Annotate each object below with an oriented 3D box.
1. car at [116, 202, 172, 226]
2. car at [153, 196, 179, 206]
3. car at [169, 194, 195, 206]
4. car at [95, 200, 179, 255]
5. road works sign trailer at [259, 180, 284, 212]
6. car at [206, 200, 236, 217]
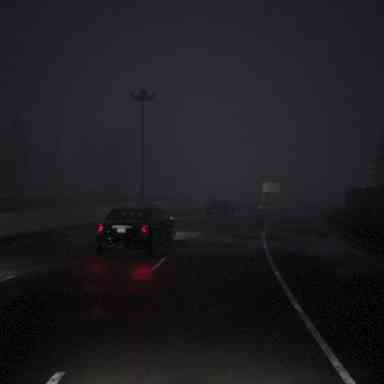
[{"bbox_3d":[-3.332,1.520,24.448,2.033,1.411,5.357,0,0,16],"label":"car"},{"bbox_3d":[-4.390,1.452,56.692,1.837,1.490,4.892,0,0,32],"label":"car"},{"bbox_3d":[-1.609,1.310,54.582,2.097,1.767,4.553,0,0,32],"label":"car"},{"bbox_3d":[-2.089,1.336,13.487,2.097,1.767,4.553,0,0,9],"label":"car"},{"bbox_3d":[9.287,0.468,38.665,2.380,3.560,2.880,0,0,30],"label":"road works sign trailer"},{"bbox_3d":[2.825,1.465,31.751,1.882,1.535,5.008,0,0,21],"label":"car"}]
